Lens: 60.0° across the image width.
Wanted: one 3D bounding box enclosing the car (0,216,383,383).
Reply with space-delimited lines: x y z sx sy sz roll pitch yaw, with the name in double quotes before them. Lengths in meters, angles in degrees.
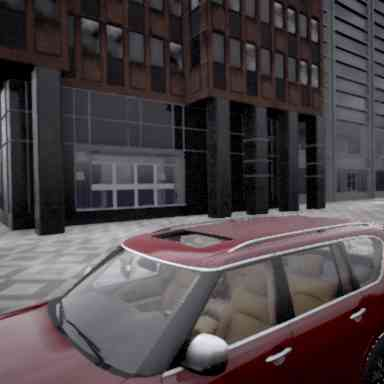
"car" 0.148 1.264 3.068 5.009 1.841 2.192 -2 1 -35
